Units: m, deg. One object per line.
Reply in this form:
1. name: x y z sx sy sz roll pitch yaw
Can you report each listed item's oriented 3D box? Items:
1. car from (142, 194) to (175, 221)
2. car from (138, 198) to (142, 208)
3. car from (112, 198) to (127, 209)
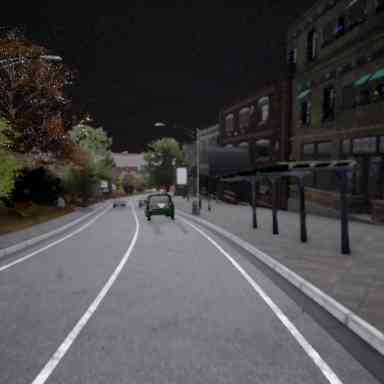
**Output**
1. car: -2.750 1.195 27.542 2.150 2.045 5.566 -1 0 -10
2. car: -6.809 1.536 48.521 1.812 1.442 4.674 -1 0 -10
3. car: -10.197 1.591 47.157 1.837 1.490 4.892 -1 0 -11
